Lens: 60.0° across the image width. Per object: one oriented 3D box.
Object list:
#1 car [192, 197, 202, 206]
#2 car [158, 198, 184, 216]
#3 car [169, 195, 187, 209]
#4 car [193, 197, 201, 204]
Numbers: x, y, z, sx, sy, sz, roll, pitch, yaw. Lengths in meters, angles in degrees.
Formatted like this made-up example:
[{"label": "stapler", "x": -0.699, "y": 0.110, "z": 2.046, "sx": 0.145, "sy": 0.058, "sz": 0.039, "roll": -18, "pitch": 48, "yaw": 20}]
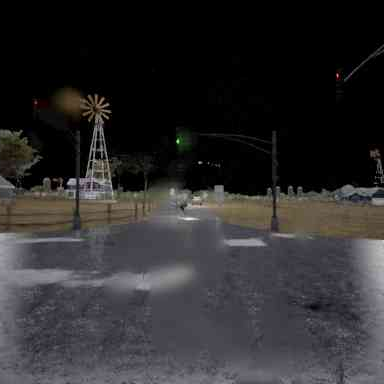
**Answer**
[{"label": "car", "x": 0.963, "y": 1.849, "z": 62.514, "sx": 2.033, "sy": 1.411, "sz": 5.357, "roll": 0, "pitch": 0, "yaw": 1}, {"label": "car", "x": -2.256, "y": 1.667, "z": 33.894, "sx": 2.033, "sy": 1.411, "sz": 5.357, "roll": 0, "pitch": 0, "yaw": 1}, {"label": "car", "x": -2.115, "y": 1.401, "z": 44.546, "sx": 2.150, "sy": 2.045, "sz": 5.566, "roll": 0, "pitch": 0, "yaw": 0}, {"label": "car", "x": 1.104, "y": 1.763, "z": 72.989, "sx": 1.812, "sy": 1.442, "sz": 4.674, "roll": 0, "pitch": -1, "yaw": 1}]
